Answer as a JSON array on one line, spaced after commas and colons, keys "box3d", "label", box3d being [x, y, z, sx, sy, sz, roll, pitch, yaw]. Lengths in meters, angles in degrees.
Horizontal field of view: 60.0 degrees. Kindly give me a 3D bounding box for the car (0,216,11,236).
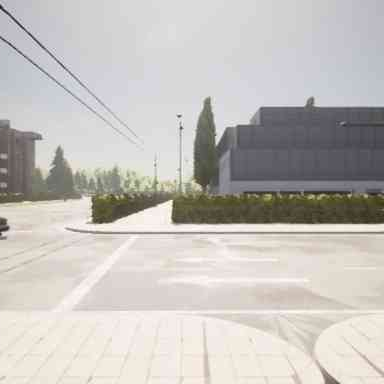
[{"box3d": [-11.469, 1.547, 17.182, 5.357, 1.411, 2.033, 0, 0, 36], "label": "car"}]
